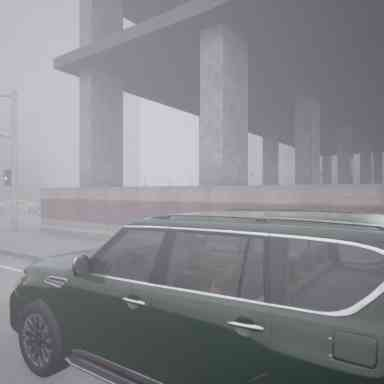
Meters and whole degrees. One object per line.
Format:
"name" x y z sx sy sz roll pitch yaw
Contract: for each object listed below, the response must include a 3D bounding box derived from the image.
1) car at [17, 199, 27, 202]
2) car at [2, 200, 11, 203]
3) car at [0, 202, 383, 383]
"car" -14.274 1.547 33.391 2.128 1.511 4.902 0 0 36
"car" -18.323 1.533 33.742 1.882 1.535 5.008 0 0 36
"car" 0.147 1.221 3.878 5.566 2.045 2.150 0 0 35
